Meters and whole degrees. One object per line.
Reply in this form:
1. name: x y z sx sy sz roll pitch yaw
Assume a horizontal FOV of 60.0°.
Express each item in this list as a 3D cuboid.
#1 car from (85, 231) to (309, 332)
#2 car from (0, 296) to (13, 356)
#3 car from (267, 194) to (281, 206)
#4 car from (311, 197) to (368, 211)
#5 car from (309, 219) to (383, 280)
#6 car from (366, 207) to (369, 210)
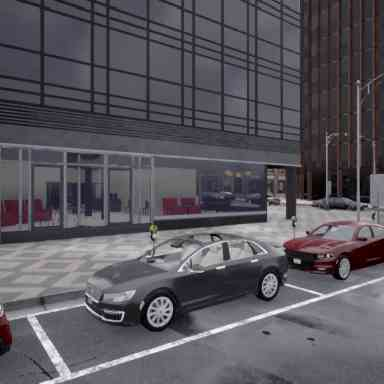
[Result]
1. car: 0.106 1.551 6.729 4.403 1.369 2.008 0 0 -36
2. car: -4.335 1.440 3.558 4.097 1.590 1.967 0 0 -36
3. car: 8.985 0.961 42.144 1.837 1.490 4.892 0 1 -36
4. car: 14.916 1.203 33.781 2.033 1.411 5.357 0 1 -41
5. car: 4.547 1.545 9.901 4.507 1.381 1.887 0 0 -36
6. car: 8.988 1.441 13.072 4.097 1.590 1.967 0 0 -36
